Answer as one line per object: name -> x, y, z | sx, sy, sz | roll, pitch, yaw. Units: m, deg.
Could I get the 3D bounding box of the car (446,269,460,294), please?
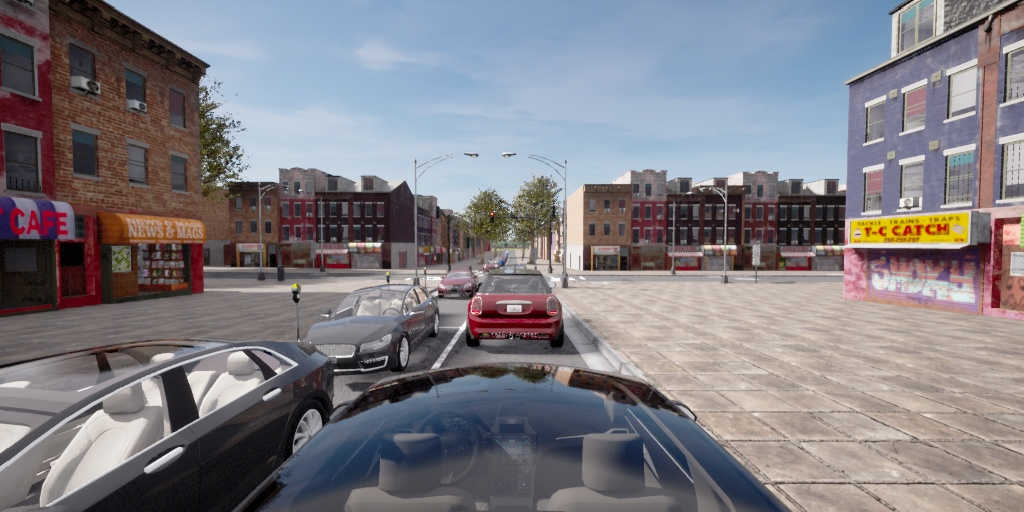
car -> -2.617, 1.332, 18.330 | 1.802, 1.307, 4.207 | 0, 0, 0

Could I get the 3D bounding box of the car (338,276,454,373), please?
car -> -2.632, 1.298, 7.436 | 2.007, 1.370, 4.403 | 0, 0, 0

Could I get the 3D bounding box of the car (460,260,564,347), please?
car -> 0.109, 1.099, 9.481 | 2.097, 1.767, 4.553 | 0, 0, 2

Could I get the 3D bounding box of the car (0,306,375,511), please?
car -> -2.640, 1.300, 1.988 | 2.007, 1.370, 4.403 | 0, 0, 0

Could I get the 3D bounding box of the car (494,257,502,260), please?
car -> -2.578, 1.233, 45.106 | 1.967, 1.591, 4.097 | 0, 0, 0
